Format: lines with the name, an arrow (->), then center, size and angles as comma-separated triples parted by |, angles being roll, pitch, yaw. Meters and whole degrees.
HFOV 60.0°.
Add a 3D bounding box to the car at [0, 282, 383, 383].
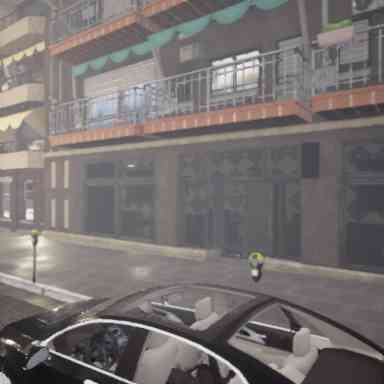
car -> -0.219, 1.564, 3.019 | 4.403, 1.369, 2.008 | -1, 0, 36
